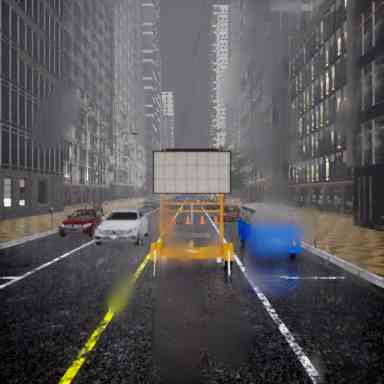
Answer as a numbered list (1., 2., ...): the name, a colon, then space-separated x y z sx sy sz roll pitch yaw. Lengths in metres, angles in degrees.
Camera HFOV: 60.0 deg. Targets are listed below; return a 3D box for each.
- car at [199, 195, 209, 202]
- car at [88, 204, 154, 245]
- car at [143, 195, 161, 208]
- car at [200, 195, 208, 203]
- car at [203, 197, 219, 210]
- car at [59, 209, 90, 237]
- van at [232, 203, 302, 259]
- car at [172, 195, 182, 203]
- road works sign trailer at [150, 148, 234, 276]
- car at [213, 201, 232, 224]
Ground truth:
1. car: 2.678 1.387 74.898 1.967 1.590 4.097 0 0 0
2. car: -3.103 1.522 15.533 1.812 1.442 4.674 0 0 0
3. car: -5.698 1.539 46.438 2.008 1.369 4.403 0 0 0
4. car: 2.682 1.534 52.129 2.008 1.369 4.403 0 0 0
5. car: 2.683 1.573 40.744 1.802 1.307 4.206 0 0 0
6. car: -5.694 1.578 17.975 1.802 1.307 4.206 0 0 0
7. van: 2.688 1.339 12.282 1.690 1.788 3.998 0 0 0
8. car: -3.012 1.436 68.215 1.882 1.535 5.008 0 0 0
9. road works sign trailer: -0.002 0.462 10.300 2.380 3.560 2.880 0 0 0
10. car: 2.686 1.577 23.666 1.802 1.307 4.206 0 0 0
